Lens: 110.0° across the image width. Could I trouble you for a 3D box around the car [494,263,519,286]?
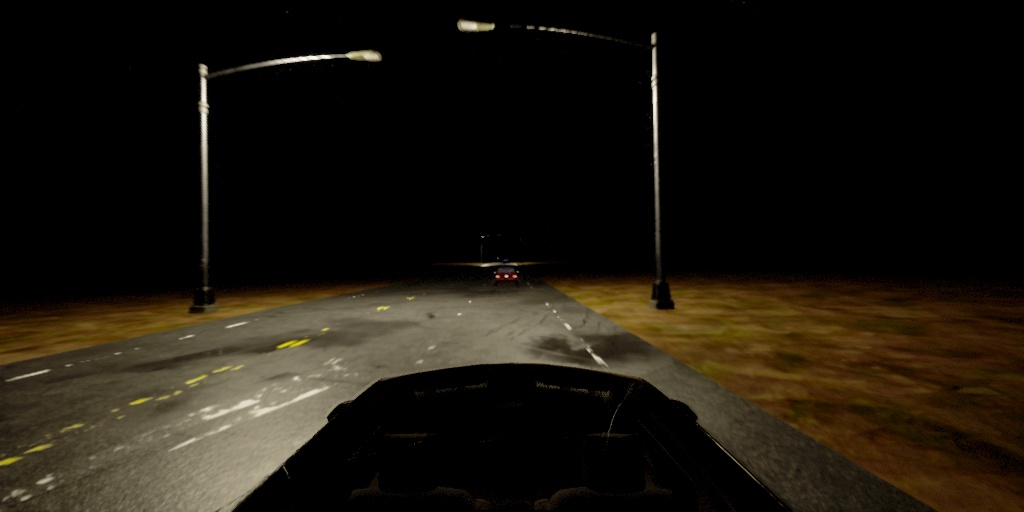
[{"bbox_3d":[-0.444,1.543,28.468,2.033,1.411,5.357,-1,0,-1],"label":"car"}]
